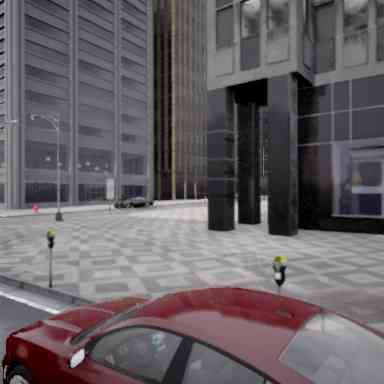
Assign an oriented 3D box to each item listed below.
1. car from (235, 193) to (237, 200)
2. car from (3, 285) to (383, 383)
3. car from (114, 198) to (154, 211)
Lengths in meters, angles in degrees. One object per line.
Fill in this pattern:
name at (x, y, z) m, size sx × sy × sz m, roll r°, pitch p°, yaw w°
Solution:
car at (6.329, 0.883, 55.088) m, size 1.837 × 1.490 × 4.892 m, roll 0°, pitch 0°, yaw 36°
car at (0.088, 1.556, 2.897) m, size 4.507 × 1.381 × 1.887 m, roll -1°, pitch 0°, yaw 35°
car at (-6.516, 1.317, 37.372) m, size 1.895 × 1.301 × 4.718 m, roll 0°, pitch 1°, yaw 36°
